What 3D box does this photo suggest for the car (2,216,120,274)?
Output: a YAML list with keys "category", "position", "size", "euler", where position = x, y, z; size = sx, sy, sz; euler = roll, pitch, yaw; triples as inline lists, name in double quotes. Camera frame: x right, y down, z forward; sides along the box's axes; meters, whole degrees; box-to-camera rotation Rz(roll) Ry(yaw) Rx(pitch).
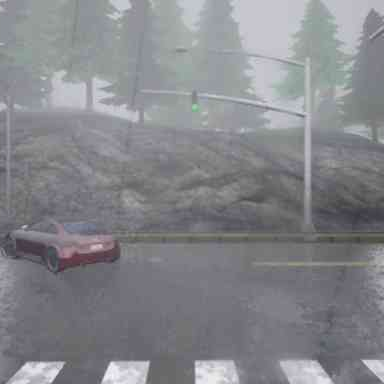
- category: "car"
  position: [-4.115, 1.446, 10.285]
  size: [4.181, 1.385, 1.994]
  euler: [0, 0, 40]
